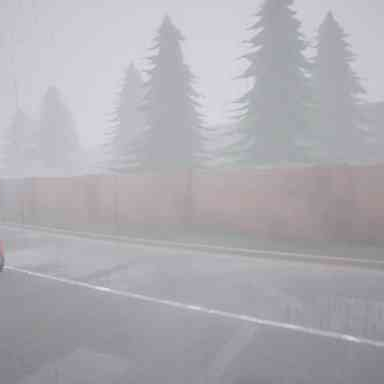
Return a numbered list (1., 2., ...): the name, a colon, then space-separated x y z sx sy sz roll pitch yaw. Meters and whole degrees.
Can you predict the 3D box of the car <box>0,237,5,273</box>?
1. car: -6.713 1.182 8.245 4.553 1.767 2.097 0 3 34
